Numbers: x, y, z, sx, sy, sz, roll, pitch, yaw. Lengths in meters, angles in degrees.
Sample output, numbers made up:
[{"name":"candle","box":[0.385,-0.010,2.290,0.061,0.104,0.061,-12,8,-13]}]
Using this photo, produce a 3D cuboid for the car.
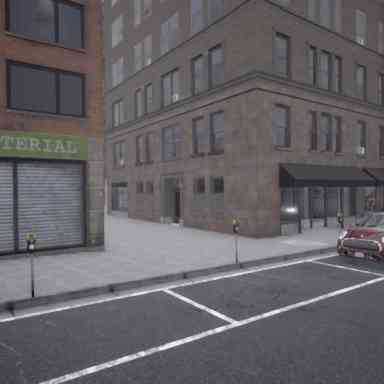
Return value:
[{"name":"car","box":[6.841,1.438,11.555,4.097,1.590,1.967,0,-1,-36]}]
